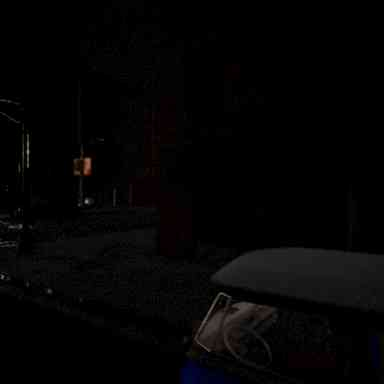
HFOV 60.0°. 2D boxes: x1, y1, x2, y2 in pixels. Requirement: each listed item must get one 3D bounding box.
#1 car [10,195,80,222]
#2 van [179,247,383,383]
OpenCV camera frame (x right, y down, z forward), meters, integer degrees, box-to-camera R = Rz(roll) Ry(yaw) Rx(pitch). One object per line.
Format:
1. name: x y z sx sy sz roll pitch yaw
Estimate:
1. car: -12.238 1.317 28.178 2.150 2.045 5.566 0 0 35
2. van: 1.728 1.339 1.844 3.998 1.788 1.690 0 0 35
